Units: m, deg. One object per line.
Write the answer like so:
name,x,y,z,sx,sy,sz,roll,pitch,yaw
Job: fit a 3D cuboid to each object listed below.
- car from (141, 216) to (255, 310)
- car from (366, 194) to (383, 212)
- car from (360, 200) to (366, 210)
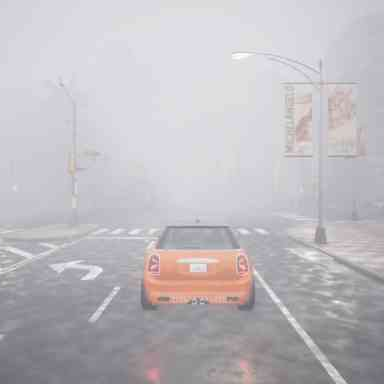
car,0.111,1.352,7.957,2.097,1.767,4.553,0,0,0
car,22.078,1.352,36.239,4.553,1.767,2.097,0,0,1
car,23.205,1.221,39.735,5.566,2.045,2.150,0,0,1
